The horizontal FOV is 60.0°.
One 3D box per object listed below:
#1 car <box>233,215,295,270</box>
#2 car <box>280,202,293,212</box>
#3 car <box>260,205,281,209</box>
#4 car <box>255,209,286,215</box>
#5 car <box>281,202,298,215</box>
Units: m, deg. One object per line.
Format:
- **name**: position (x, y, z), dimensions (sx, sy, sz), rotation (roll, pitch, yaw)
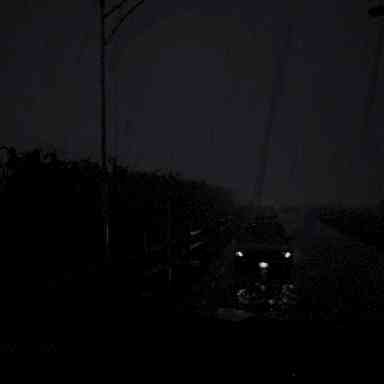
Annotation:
- **car**: position (2.677, 1.787, 12.296), dimensions (2.033, 1.411, 5.357), rotation (-1, -1, 13)
- **car**: position (15.315, 2.459, 54.223), dimensions (1.837, 1.490, 4.892), rotation (-1, -1, 13)
- **car**: position (7.615, 2.126, 33.752), dimensions (2.128, 1.511, 4.902), rotation (-1, -1, 13)
- **car**: position (4.839, 2.013, 21.698), dimensions (1.895, 1.301, 4.718), rotation (-1, -1, 13)
- **car**: position (13.109, 2.257, 44.569), dimensions (1.882, 1.535, 5.008), rotation (-1, -1, 13)
